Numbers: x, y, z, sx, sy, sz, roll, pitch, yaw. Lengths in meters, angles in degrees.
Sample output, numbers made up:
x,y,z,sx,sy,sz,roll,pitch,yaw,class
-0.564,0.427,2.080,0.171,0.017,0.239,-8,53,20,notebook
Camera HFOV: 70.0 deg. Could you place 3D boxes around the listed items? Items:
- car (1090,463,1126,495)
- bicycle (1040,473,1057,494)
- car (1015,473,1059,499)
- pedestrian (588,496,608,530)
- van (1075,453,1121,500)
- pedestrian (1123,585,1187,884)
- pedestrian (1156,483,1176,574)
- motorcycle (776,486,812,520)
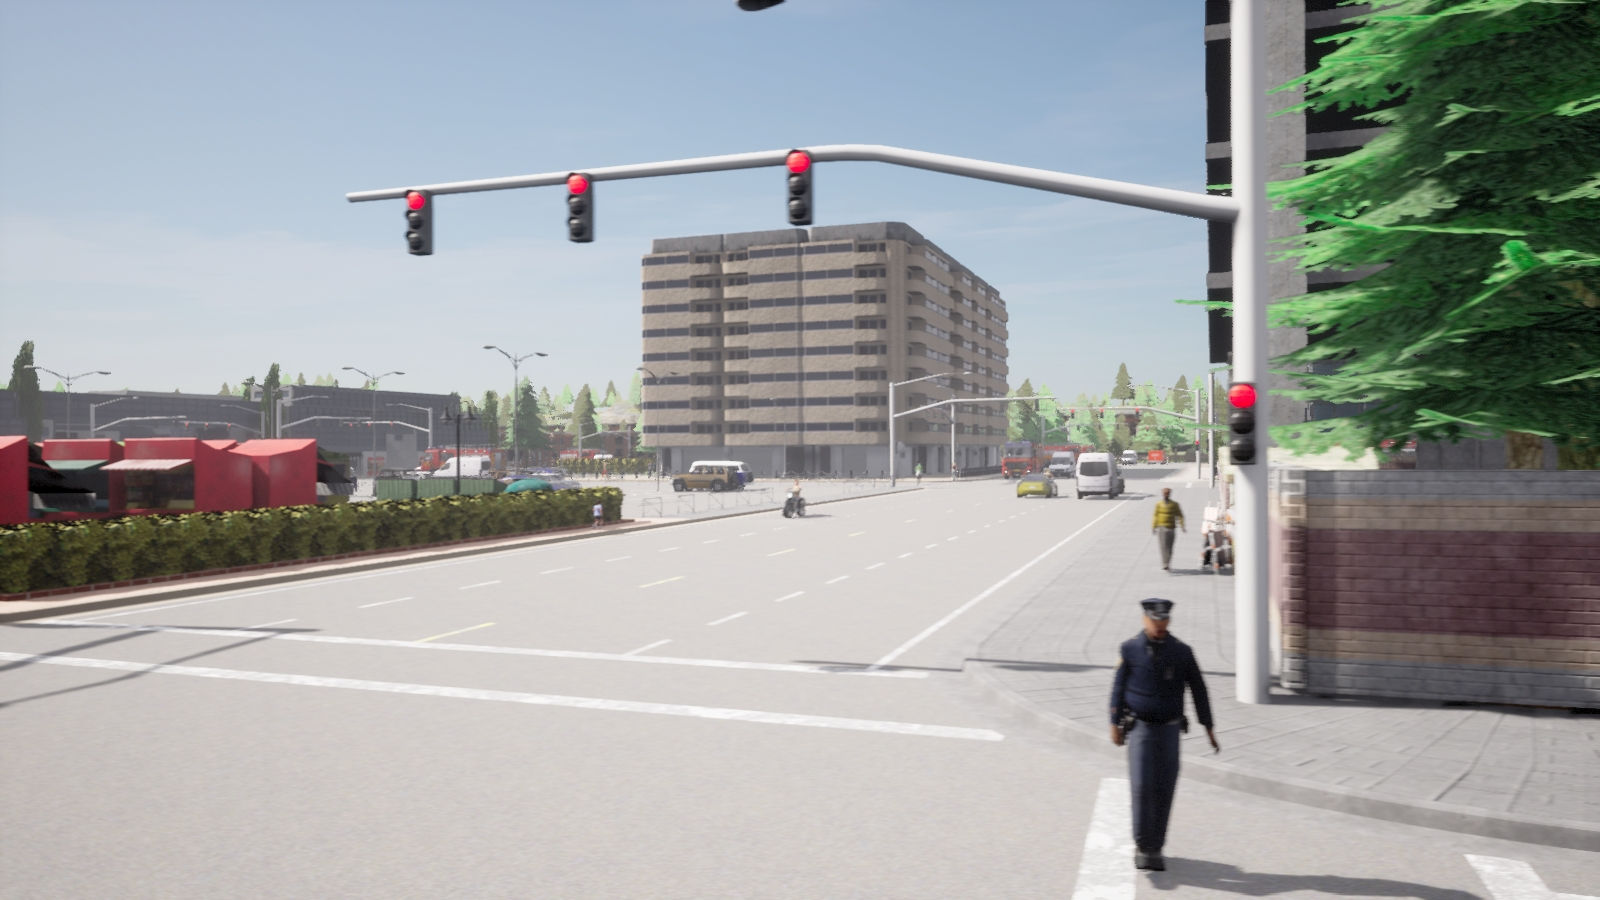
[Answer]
x,y,z,sx,sy,sz,roll,pitch,yaw,class
19.274,1.770,71.422,1.905,1.878,3.866,0,0,19,car
15.478,2.100,71.209,0.859,1.276,1.487,0,0,19,bicycle
13.876,2.066,66.726,1.994,1.385,4.181,0,0,20,car
-6.898,2.142,38.987,0.500,1.100,0.500,0,0,20,pedestrian
17.034,1.455,65.148,1.988,2.561,5.915,0,0,19,van
2.338,1.848,7.541,0.375,1.860,0.375,0,0,16,pedestrian
7.651,1.627,23.863,0.375,1.860,0.375,0,0,20,pedestrian
-0.232,2.183,47.873,0.764,1.307,2.356,0,0,20,motorcycle
